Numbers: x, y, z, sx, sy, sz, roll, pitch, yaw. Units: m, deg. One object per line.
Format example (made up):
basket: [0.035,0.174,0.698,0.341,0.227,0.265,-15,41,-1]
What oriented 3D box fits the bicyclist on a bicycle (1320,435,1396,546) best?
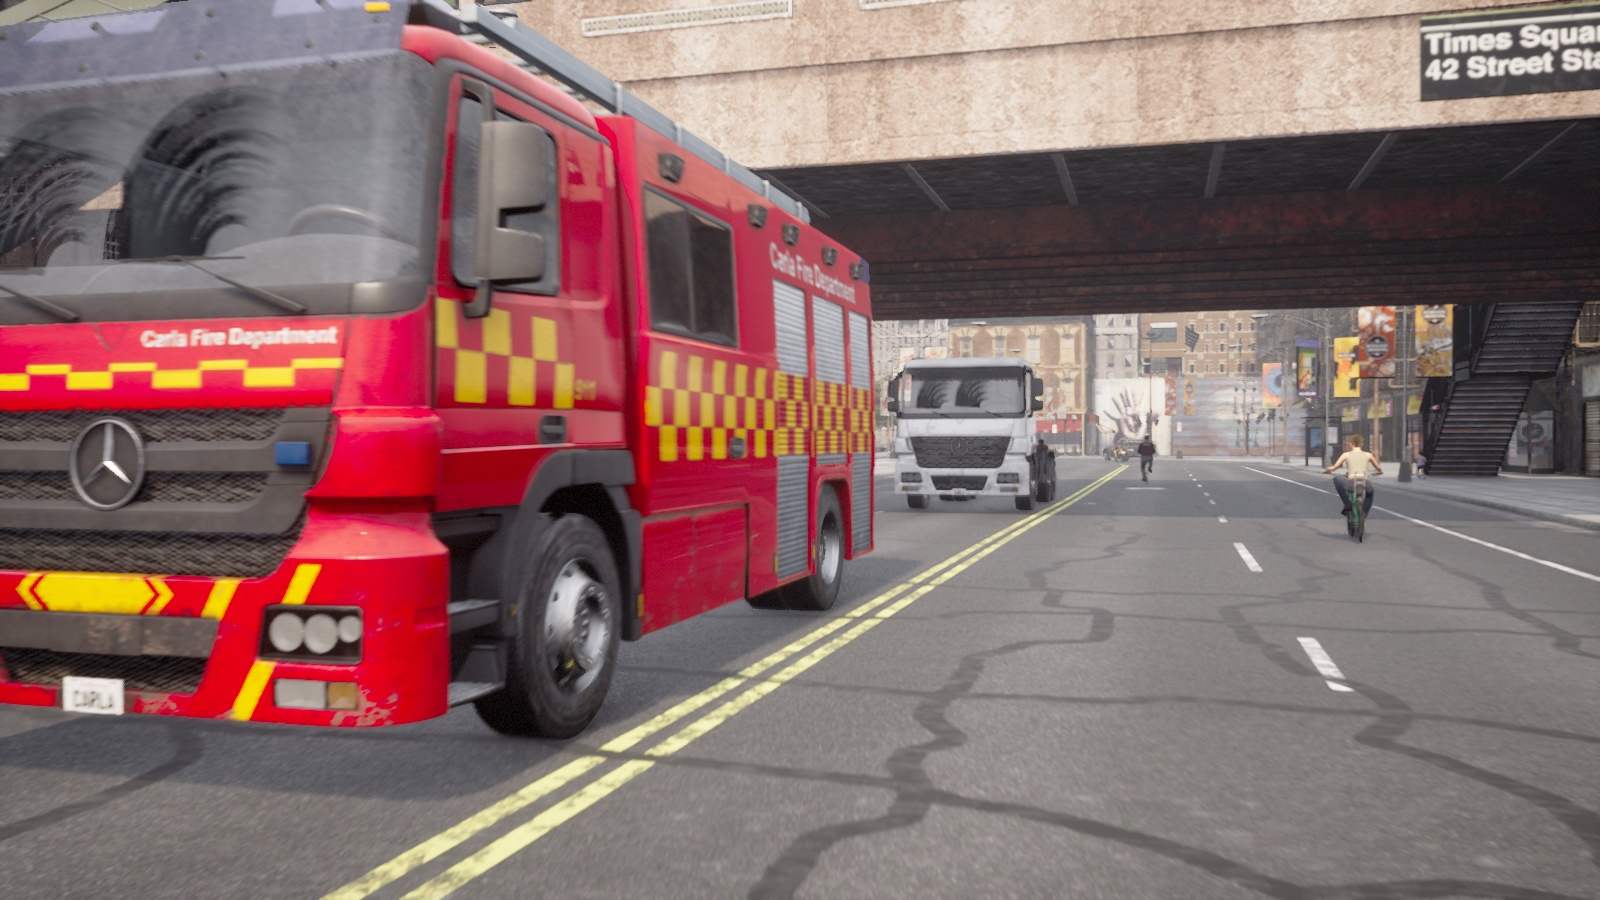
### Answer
bicyclist on a bicycle: [8.472,0.582,19.111,0.866,1.612,1.509,0,0,17]

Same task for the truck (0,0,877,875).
truck: [-1.810,-0.469,8.804,2.891,3.827,8.468,0,0,16]

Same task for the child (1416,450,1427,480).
child: [22.583,0.544,45.618,0.255,1.110,0.394,0,0,10]

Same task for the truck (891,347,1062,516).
truck: [4.449,-0.401,30.018,2.891,3.462,7.936,0,0,17]
